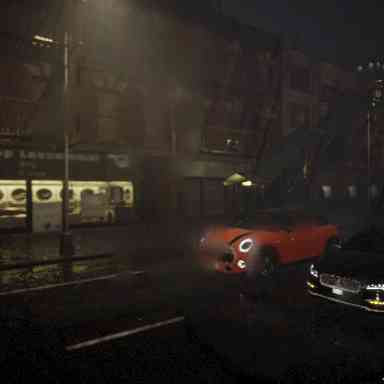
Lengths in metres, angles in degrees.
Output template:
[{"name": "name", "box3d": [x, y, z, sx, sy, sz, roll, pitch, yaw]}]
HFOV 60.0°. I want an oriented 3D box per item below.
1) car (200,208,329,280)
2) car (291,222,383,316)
[{"name": "car", "box3d": [2.424, 1.313, 9.999, 4.553, 1.767, 2.097, 0, 0, -35]}, {"name": "car", "box3d": [4.509, 1.466, 7.188, 4.892, 1.490, 1.837, 0, 0, -35]}]
